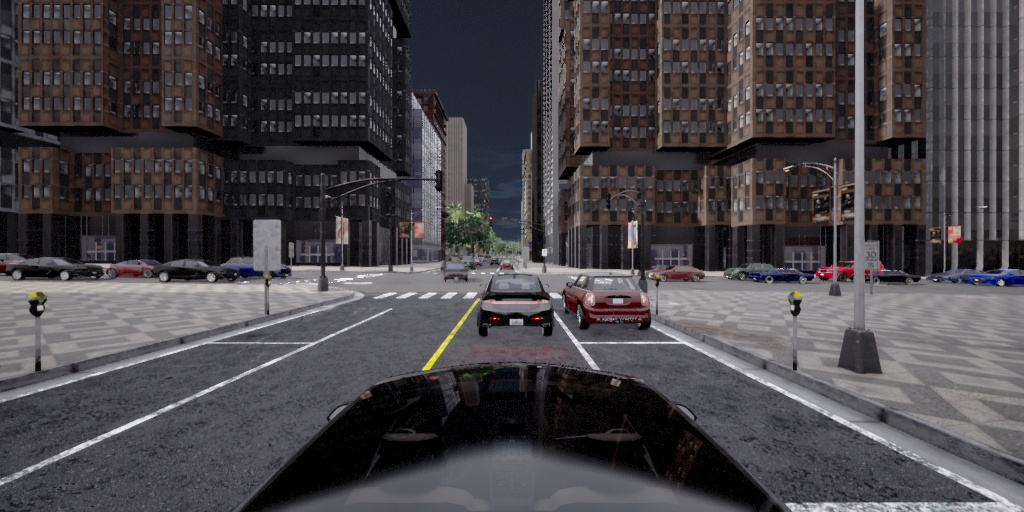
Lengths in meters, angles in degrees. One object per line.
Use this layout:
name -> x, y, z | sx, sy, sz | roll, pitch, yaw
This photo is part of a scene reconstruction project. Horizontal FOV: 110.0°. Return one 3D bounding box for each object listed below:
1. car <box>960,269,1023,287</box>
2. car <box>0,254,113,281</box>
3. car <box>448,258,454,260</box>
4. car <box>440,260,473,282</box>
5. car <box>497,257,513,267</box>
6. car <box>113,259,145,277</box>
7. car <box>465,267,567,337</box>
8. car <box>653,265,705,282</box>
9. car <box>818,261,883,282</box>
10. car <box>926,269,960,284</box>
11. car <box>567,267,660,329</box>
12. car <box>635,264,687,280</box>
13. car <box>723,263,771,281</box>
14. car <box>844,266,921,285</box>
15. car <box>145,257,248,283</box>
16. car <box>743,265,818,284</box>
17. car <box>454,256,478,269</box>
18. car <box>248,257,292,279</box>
car -> 43.382, 1.883, 31.553 | 5.008, 1.535, 1.882 | 1, 0, 0
car -> -30.742, 0.827, 24.240 | 5.008, 1.535, 1.882 | 1, 0, 0
car -> -9.290, 1.323, 52.510 | 1.948, 1.339, 4.313 | 0, 0, -1
car -> -4.543, 1.261, 28.502 | 2.033, 1.411, 5.357 | 1, 0, -12
car -> -0.765, 1.198, 52.589 | 1.967, 1.591, 4.097 | 0, 0, -1
car -> -28.209, 0.945, 27.506 | 4.181, 1.385, 1.994 | 1, 0, -1
car -> 0.075, 1.241, 10.322 | 2.128, 1.511, 4.902 | 0, 0, -1
car -> 14.350, 1.507, 31.341 | 4.674, 1.442, 1.812 | 1, 0, -1
car -> 32.805, 1.466, 34.749 | 5.566, 2.045, 2.150 | 1, 0, -1
car -> 43.763, 1.955, 34.805 | 5.357, 1.411, 2.033 | 1, 0, 0
car -> 2.733, 1.190, 11.208 | 1.967, 1.591, 4.097 | 0, 0, 0
car -> 14.338, 1.542, 34.593 | 4.181, 1.385, 1.994 | 1, 0, -1
car -> 23.042, 1.456, 34.670 | 4.553, 1.767, 2.097 | 1, 0, -1
car -> 32.608, 1.848, 31.500 | 4.718, 1.301, 1.895 | 1, 0, -1
car -> -21.275, 0.960, 24.323 | 5.008, 1.535, 1.882 | 1, 0, -1
car -> 23.454, 1.714, 31.425 | 4.718, 1.301, 1.895 | 1, 0, -1
car -> -6.617, 0.982, 52.283 | 2.150, 2.045, 5.566 | 0, -1, 0
car -> -19.566, 0.855, 27.588 | 4.553, 1.767, 2.097 | 1, 0, 0
